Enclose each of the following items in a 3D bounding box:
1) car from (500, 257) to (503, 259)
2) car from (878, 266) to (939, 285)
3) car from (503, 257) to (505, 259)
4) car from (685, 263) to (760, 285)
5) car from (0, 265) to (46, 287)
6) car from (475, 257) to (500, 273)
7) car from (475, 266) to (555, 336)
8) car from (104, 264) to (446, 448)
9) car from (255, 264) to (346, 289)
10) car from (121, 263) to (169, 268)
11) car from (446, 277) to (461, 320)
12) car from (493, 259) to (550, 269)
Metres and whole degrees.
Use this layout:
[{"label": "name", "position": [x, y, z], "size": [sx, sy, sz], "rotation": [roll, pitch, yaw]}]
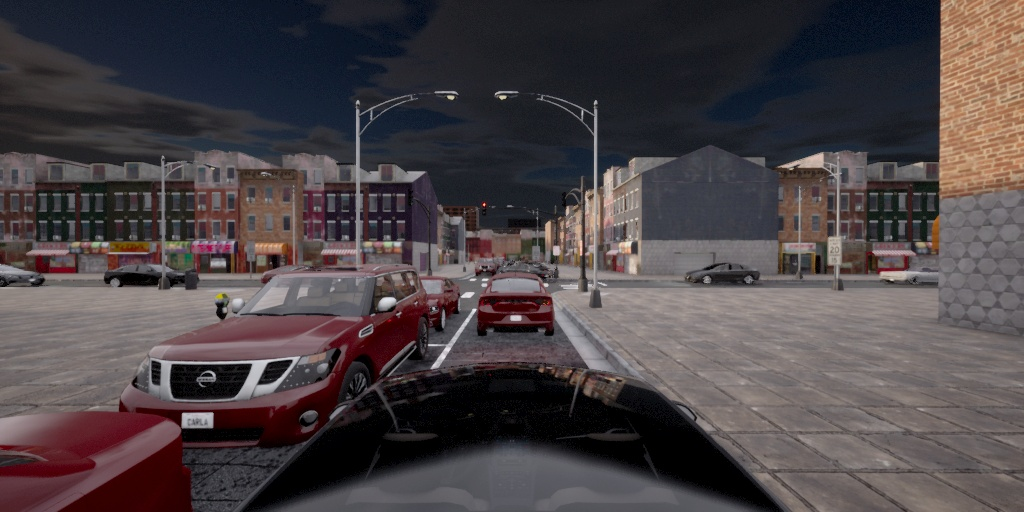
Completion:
[{"label": "car", "position": [-2.666, 1.081, 48.226], "size": [2.192, 1.841, 5.009], "rotation": [0, 0, 0]}, {"label": "car", "position": [29.454, 1.387, 25.718], "size": [4.718, 1.301, 1.895], "rotation": [0, 0, 0]}, {"label": "car", "position": [-2.675, 1.337, 64.506], "size": [2.007, 1.370, 4.403], "rotation": [0, 0, 0]}, {"label": "car", "position": [15.017, 1.263, 25.734], "size": [4.892, 1.490, 1.837], "rotation": [-1, 0, 1]}, {"label": "car", "position": [-32.885, 1.266, 22.845], "size": [4.674, 1.442, 1.812], "rotation": [0, 0, 0]}, {"label": "car", "position": [-2.659, 1.073, 37.372], "size": [2.192, 1.841, 5.009], "rotation": [0, 0, 0]}, {"label": "car", "position": [0.091, 1.227, 10.427], "size": [1.882, 1.535, 5.008], "rotation": [0, 0, 0]}, {"label": "car", "position": [-2.641, 1.064, 5.529], "size": [2.192, 1.841, 5.009], "rotation": [0, 0, 0]}, {"label": "car", "position": [-13.352, 1.278, 22.860], "size": [4.674, 1.442, 1.812], "rotation": [0, 0, -1]}, {"label": "car", "position": [-22.810, 1.221, 22.834], "size": [5.008, 1.535, 1.882], "rotation": [0, 0, 0]}, {"label": "car", "position": [-2.644, 1.294, 10.963], "size": [1.888, 1.381, 4.507], "rotation": [0, 0, 0]}, {"label": "car", "position": [0.966, 1.258, 29.032], "size": [1.837, 1.490, 4.892], "rotation": [-5, 3, -44]}]
